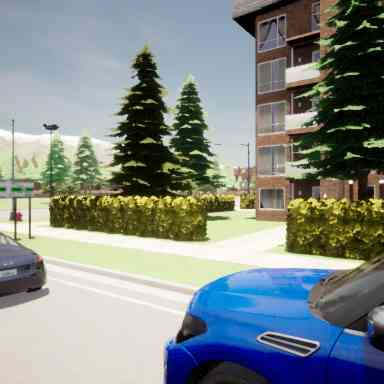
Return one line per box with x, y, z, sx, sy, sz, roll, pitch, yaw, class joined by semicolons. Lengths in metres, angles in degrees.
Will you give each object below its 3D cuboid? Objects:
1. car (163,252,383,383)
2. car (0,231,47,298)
2.377;1.221;2.293;5.566;2.045;2.150;0;0;36;car
-5.238;1.564;7.698;4.181;1.385;1.994;0;0;36;car
